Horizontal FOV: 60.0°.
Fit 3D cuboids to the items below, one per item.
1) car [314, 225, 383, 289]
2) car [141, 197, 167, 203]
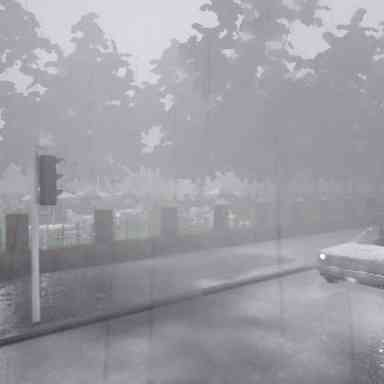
[{"bbox_3d":[5.188,1.547,8.418,4.718,1.301,1.895,-1,0,-36],"label":"car"},{"bbox_3d":[-6.342,1.564,55.844,4.553,1.767,2.097,-1,0,-36],"label":"car"}]
